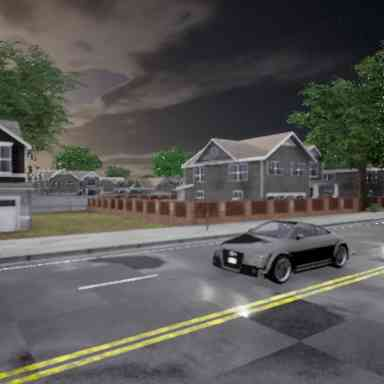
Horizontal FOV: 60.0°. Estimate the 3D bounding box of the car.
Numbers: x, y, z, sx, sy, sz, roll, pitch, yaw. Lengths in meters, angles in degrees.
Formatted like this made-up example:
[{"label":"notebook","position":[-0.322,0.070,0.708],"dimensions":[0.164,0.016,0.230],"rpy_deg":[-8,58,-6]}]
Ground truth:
[{"label":"car","position":[2.632,1.527,9.525],"dimensions":[4.181,1.385,1.994],"rpy_deg":[0,0,-36]}]
